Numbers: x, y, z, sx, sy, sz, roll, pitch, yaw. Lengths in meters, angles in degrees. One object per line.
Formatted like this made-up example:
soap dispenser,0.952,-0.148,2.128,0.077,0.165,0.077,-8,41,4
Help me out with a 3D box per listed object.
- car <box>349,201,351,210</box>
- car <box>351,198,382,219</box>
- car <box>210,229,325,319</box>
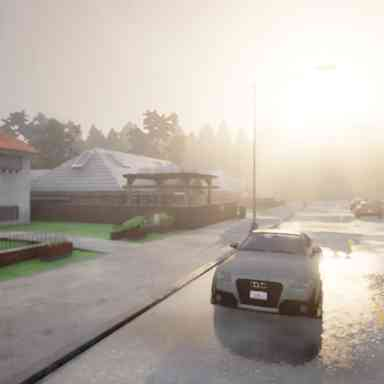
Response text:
car,19.480,1.495,38.832,1.837,1.490,4.892,0,0,23
car,15.594,1.557,29.557,1.994,1.385,4.181,0,0,23
car,1.889,1.563,7.461,1.994,1.385,4.181,0,0,23
